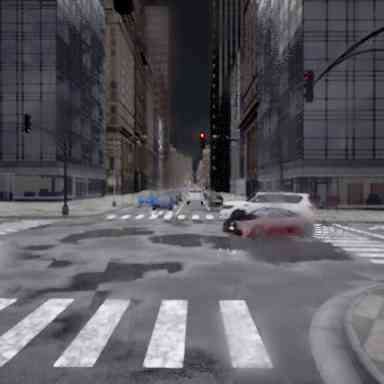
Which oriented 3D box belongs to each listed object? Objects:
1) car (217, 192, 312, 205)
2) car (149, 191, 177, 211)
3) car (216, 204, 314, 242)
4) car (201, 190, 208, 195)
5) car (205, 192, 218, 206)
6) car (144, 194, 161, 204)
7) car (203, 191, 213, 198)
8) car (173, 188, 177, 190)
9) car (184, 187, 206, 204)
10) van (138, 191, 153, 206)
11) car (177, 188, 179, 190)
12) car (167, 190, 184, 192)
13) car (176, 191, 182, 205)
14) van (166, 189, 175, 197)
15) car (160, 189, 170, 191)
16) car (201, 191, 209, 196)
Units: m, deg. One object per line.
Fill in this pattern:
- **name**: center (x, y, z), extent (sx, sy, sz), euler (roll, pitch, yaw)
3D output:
- **car**: center (4.575, 1.007, 20.402), extent (5.566, 2.045, 2.150), euler (2, 0, 1)
- **car**: center (-2.848, 1.017, 33.671), extent (1.882, 1.535, 5.008), euler (0, 1, 1)
- **car**: center (3.518, 1.403, 15.264), extent (4.181, 1.385, 1.994), euler (1, 1, -25)
- **car**: center (3.424, 0.209, 91.937), extent (2.008, 1.369, 4.403), euler (0, 1, 0)
- **car**: center (2.979, 1.000, 41.104), extent (1.947, 1.339, 4.313), euler (0, 1, 0)
- **car**: center (-5.497, 0.933, 46.826), extent (1.802, 1.307, 4.206), euler (0, 1, 0)
- **car**: center (3.226, 0.559, 69.345), extent (1.887, 1.381, 4.507), euler (0, 1, 0)
- **car**: center (-5.248, 0.240, 75.062), extent (2.192, 1.841, 5.009), euler (0, 1, 0)
- **car**: center (0.446, 0.585, 45.980), extent (2.150, 2.045, 5.566), euler (0, 1, 1)
- **van**: center (-5.545, 0.774, 41.174), extent (1.690, 1.788, 3.998), euler (0, 1, 0)
- **car**: center (-5.150, 0.291, 86.360), extent (1.887, 1.381, 4.507), euler (0, 1, 0)
- **car**: center (-2.586, 0.794, 53.981), extent (2.033, 1.411, 5.357), euler (0, 1, 1)
- **car**: center (-2.746, 0.962, 43.630), extent (1.994, 1.385, 4.181), euler (0, 1, 1)
- **van**: center (-5.198, 0.177, 80.710), extent (1.690, 1.788, 3.998), euler (0, 1, 0)
- **car**: center (-5.397, 0.625, 58.120), extent (1.967, 1.590, 4.097), euler (0, 1, 0)
- **car**: center (3.375, 0.330, 86.290), extent (1.802, 1.307, 4.206), euler (0, 1, 0)
